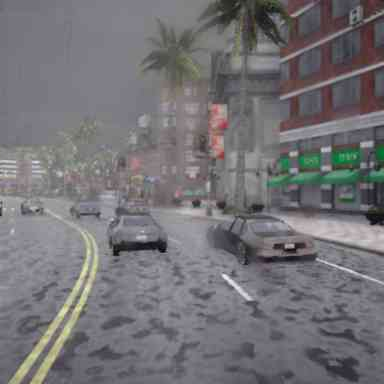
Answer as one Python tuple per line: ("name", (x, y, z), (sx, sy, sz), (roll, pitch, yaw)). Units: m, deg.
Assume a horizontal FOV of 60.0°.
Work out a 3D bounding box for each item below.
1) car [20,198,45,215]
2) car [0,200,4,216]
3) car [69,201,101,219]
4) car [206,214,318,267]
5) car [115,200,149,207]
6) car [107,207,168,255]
("car", (-15.616, 1.392, 32.577), (2.128, 1.511, 4.902), (-1, 0, -28))
("car", (-18.651, 1.277, 30.828), (2.097, 1.767, 4.553), (-1, 1, -28))
("car", (-9.101, 1.433, 28.140), (2.033, 1.411, 5.357), (-1, 0, -28))
("car", (2.003, 1.468, 11.254), (2.033, 1.411, 5.357), (0, 0, -13))
("car", (-5.129, 1.410, 28.132), (2.033, 1.411, 5.357), (-1, 0, -28))
("car", (-2.273, 1.498, 13.157), (1.994, 1.385, 4.181), (0, 0, -16))
